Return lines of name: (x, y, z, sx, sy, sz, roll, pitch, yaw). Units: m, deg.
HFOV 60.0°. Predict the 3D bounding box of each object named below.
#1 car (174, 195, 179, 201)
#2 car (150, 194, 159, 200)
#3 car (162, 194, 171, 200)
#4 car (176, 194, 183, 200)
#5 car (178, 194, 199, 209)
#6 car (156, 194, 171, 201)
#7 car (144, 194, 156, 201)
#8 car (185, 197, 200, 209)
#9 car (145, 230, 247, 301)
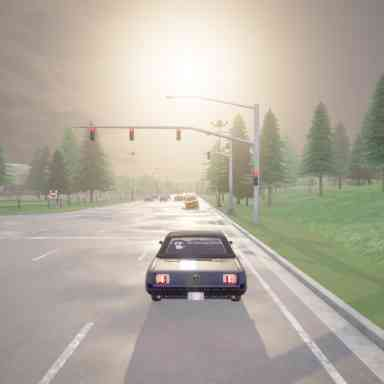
car: (-3.344, 1.553, 80.966, 1.994, 1.385, 4.181, 0, 0, 0)
car: (-10.324, 1.342, 90.983, 1.837, 1.490, 4.892, 0, 0, 0)
car: (-6.824, 1.382, 90.976, 2.033, 1.411, 5.357, 0, 0, 0)
car: (-3.324, 1.366, 90.969, 1.812, 1.442, 4.674, 0, 0, 0)
car: (-0.275, 1.065, 46.529, 1.882, 1.535, 5.008, -11, 16, -5)
car: (-6.844, 1.540, 80.556, 2.033, 1.411, 5.357, 0, 0, 0)
car: (-10.344, 1.540, 80.563, 2.033, 1.411, 5.357, 0, 0, 0)
car: (0.090, 1.596, 49.920, 2.033, 1.411, 5.357, 0, 2, 0)
car: (0.095, 1.602, 8.255, 1.895, 1.301, 4.718, 0, 0, 0)
